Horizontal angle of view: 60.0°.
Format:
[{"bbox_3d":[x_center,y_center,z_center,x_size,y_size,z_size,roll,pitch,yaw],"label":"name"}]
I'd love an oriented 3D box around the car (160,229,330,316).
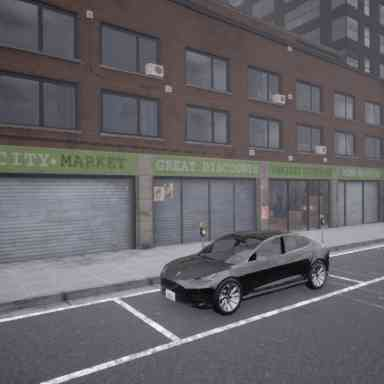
[{"bbox_3d":[1.361,1.565,7.523,4.313,1.339,1.947,0,-1,-36],"label":"car"}]
